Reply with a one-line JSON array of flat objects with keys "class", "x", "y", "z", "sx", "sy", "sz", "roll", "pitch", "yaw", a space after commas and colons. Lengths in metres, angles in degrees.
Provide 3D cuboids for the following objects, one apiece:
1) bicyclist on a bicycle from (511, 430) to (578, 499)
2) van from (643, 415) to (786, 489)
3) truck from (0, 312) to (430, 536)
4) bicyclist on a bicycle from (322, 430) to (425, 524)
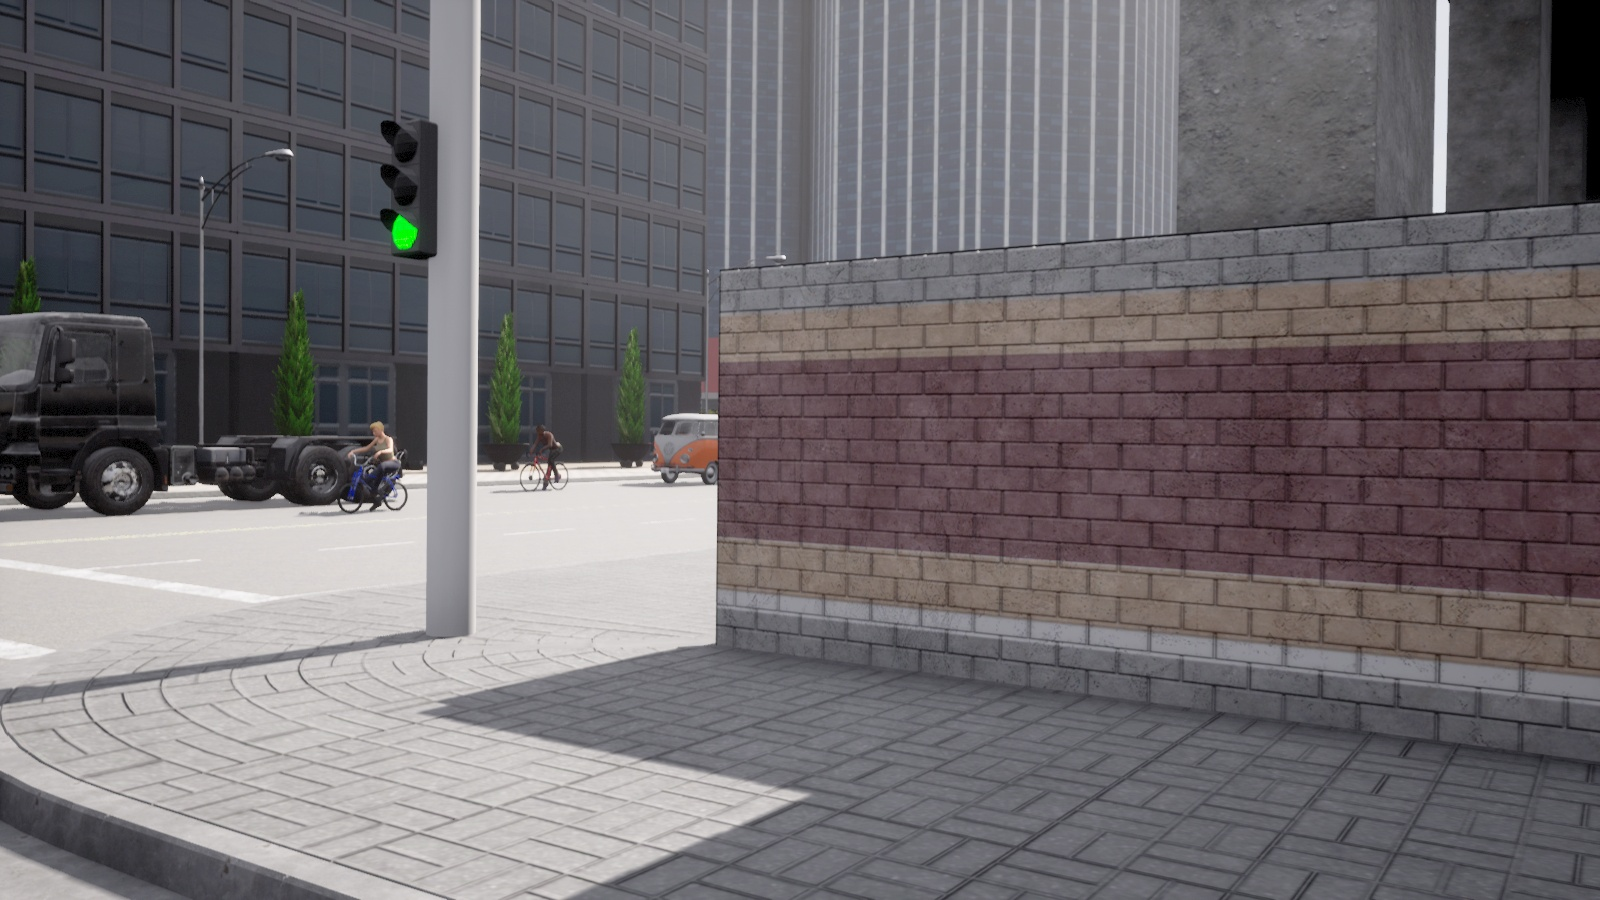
[{"class": "bicyclist on a bicycle", "x": -6.237, "y": 0.329, "z": 30.730, "sx": 0.582, "sy": 1.620, "sz": 1.656, "roll": 0, "pitch": 1, "yaw": 34}, {"class": "van", "x": -2.412, "y": 0.016, "z": 36.445, "sx": 1.775, "sy": 1.987, "sz": 4.442, "roll": 0, "pitch": 1, "yaw": 34}, {"class": "truck", "x": -11.083, "y": -0.463, "z": 23.487, "sx": 2.891, "sy": 3.462, "sz": 7.936, "roll": 0, "pitch": 1, "yaw": 34}, {"class": "bicyclist on a bicycle", "x": -7.596, "y": 0.446, "z": 22.397, "sx": 0.866, "sy": 1.612, "sz": 1.509, "roll": 0, "pitch": 1, "yaw": 34}]
